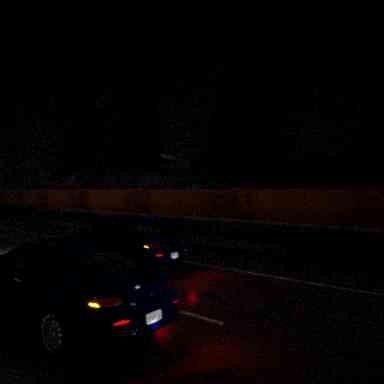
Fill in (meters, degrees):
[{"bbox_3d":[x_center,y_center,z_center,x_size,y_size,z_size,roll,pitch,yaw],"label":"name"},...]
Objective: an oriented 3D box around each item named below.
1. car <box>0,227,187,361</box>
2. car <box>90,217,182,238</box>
[{"bbox_3d":[-2.333,1.517,5.908,4.674,1.442,1.812,0,0,38],"label":"car"},{"bbox_3d":[-2.253,1.515,10.312,4.674,1.442,1.812,0,0,39],"label":"car"}]
